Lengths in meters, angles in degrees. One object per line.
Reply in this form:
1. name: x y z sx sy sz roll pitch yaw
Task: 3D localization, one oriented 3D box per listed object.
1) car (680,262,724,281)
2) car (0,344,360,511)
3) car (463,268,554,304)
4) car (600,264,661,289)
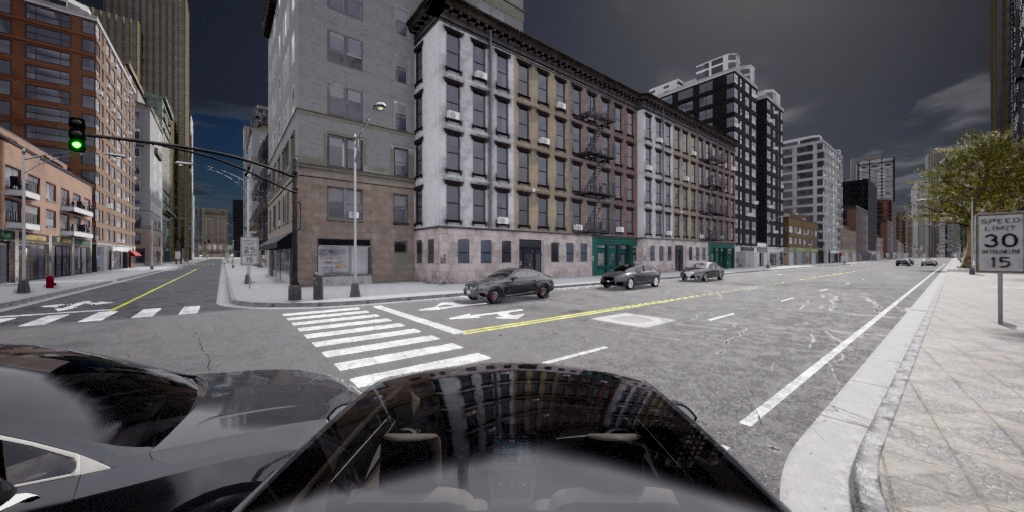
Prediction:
1. car: 15.662 1.236 29.443 4.902 1.511 2.128 0 0 -39
2. car: -3.222 1.257 1.776 4.892 1.490 1.837 0 0 -35
3. car: -0.039 1.287 16.748 4.674 1.442 1.812 0 0 -39
4. car: 7.652 1.258 22.972 4.892 1.490 1.837 0 0 -39
